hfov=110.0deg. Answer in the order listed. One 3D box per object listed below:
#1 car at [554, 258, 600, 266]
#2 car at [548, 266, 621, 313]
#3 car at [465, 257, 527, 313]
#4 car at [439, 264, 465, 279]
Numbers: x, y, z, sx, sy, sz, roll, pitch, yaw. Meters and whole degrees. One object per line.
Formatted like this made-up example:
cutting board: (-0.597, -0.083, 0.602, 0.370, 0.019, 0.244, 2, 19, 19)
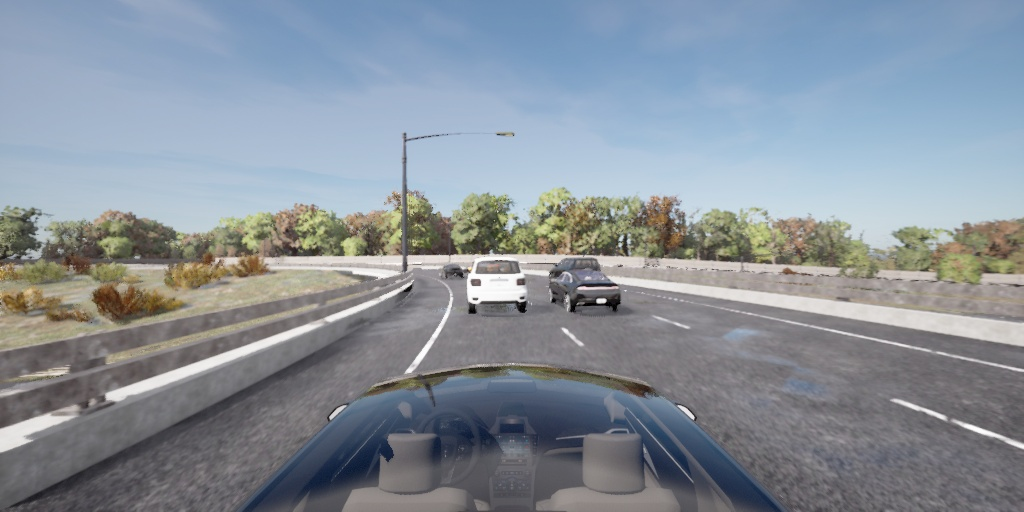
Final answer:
car: (4.417, 1.130, 25.480, 2.150, 2.045, 5.566, 0, 0, -12)
car: (2.730, 1.322, 14.477, 2.128, 1.511, 4.902, 0, 0, -7)
car: (-0.768, 1.087, 14.846, 2.150, 2.045, 5.566, 0, 0, -7)
car: (-6.521, 1.615, 38.187, 1.837, 1.490, 4.892, 0, -1, -20)
